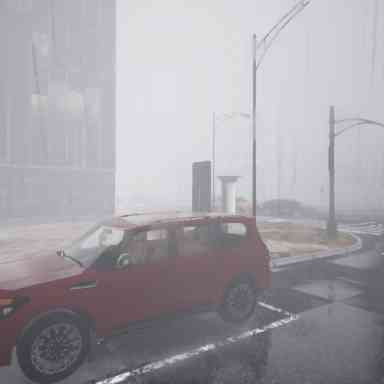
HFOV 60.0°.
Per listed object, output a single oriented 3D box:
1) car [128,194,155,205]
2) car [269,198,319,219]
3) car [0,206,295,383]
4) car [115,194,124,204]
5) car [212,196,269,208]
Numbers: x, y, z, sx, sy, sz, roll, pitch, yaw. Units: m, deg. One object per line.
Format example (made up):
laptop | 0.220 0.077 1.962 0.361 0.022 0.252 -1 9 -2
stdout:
car | -7.245 1.028 47.446 2.033 1.411 5.357 0 1 -36
car | 7.837 1.296 26.998 1.837 1.490 4.892 0 1 -36
car | -0.818 1.315 5.592 5.009 1.841 2.192 0 0 -35
car | -11.761 0.980 48.122 2.033 1.411 5.357 0 1 -36
car | 3.627 1.106 27.229 2.097 1.767 4.553 0 1 -36
